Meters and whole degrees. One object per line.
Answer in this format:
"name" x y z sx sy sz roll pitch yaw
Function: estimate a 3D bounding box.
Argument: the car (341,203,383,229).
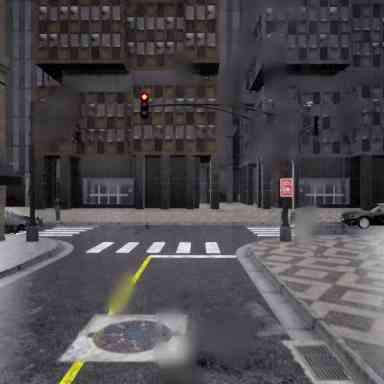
"car" 12.058 1.458 21.032 5.008 1.535 1.882 0 0 1

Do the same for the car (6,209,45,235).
"car" -11.015 1.560 18.112 5.357 1.411 2.033 0 0 1

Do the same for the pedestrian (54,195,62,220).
"pedestrian" -9.812 1.152 24.334 0.375 1.860 0.375 0 0 1
